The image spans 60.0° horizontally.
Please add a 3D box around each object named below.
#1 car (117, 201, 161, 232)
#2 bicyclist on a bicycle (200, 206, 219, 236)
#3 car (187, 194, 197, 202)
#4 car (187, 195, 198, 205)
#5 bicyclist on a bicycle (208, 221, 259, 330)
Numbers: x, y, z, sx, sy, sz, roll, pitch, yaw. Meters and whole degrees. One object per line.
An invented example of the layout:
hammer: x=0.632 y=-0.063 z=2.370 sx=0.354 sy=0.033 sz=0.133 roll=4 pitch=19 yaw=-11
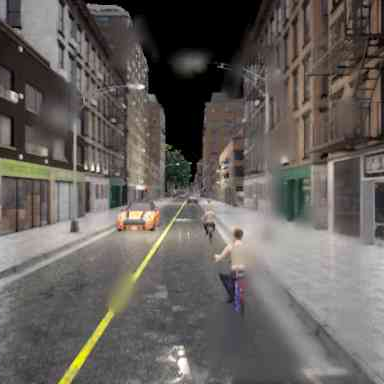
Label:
car: x=-3.101 y=1.359 z=20.063 sx=2.097 sy=1.767 sz=4.553 roll=0 pitch=0 yaw=0
bicyclist on a bicycle: x=0.799 y=1.442 z=14.958 sx=0.866 sy=1.612 sz=1.509 roll=0 pitch=0 yaw=0
car: x=-0.003 y=1.353 z=75.455 sx=2.097 sy=1.767 sz=4.553 roll=0 pitch=0 yaw=0
car: x=0.095 y=1.528 z=60.560 sx=1.812 sy=1.442 sz=4.674 roll=0 pitch=0 yaw=0
bicyclist on a bicycle: x=0.803 y=1.439 z=5.941 sx=0.866 sy=1.612 sz=1.509 roll=0 pitch=0 yaw=0
